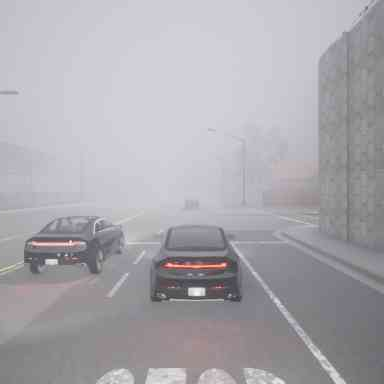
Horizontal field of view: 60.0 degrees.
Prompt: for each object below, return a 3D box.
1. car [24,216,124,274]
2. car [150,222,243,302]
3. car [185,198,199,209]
[{"bbox_3d":[-3.429,1.492,10.533,2.128,1.511,4.902,0,0,0],"label":"car"},{"bbox_3d":[0.078,1.505,8.265,1.837,1.490,4.892,0,0,0],"label":"car"},{"bbox_3d":[-0.022,1.492,44.233,2.128,1.511,4.902,0,0,0],"label":"car"}]
